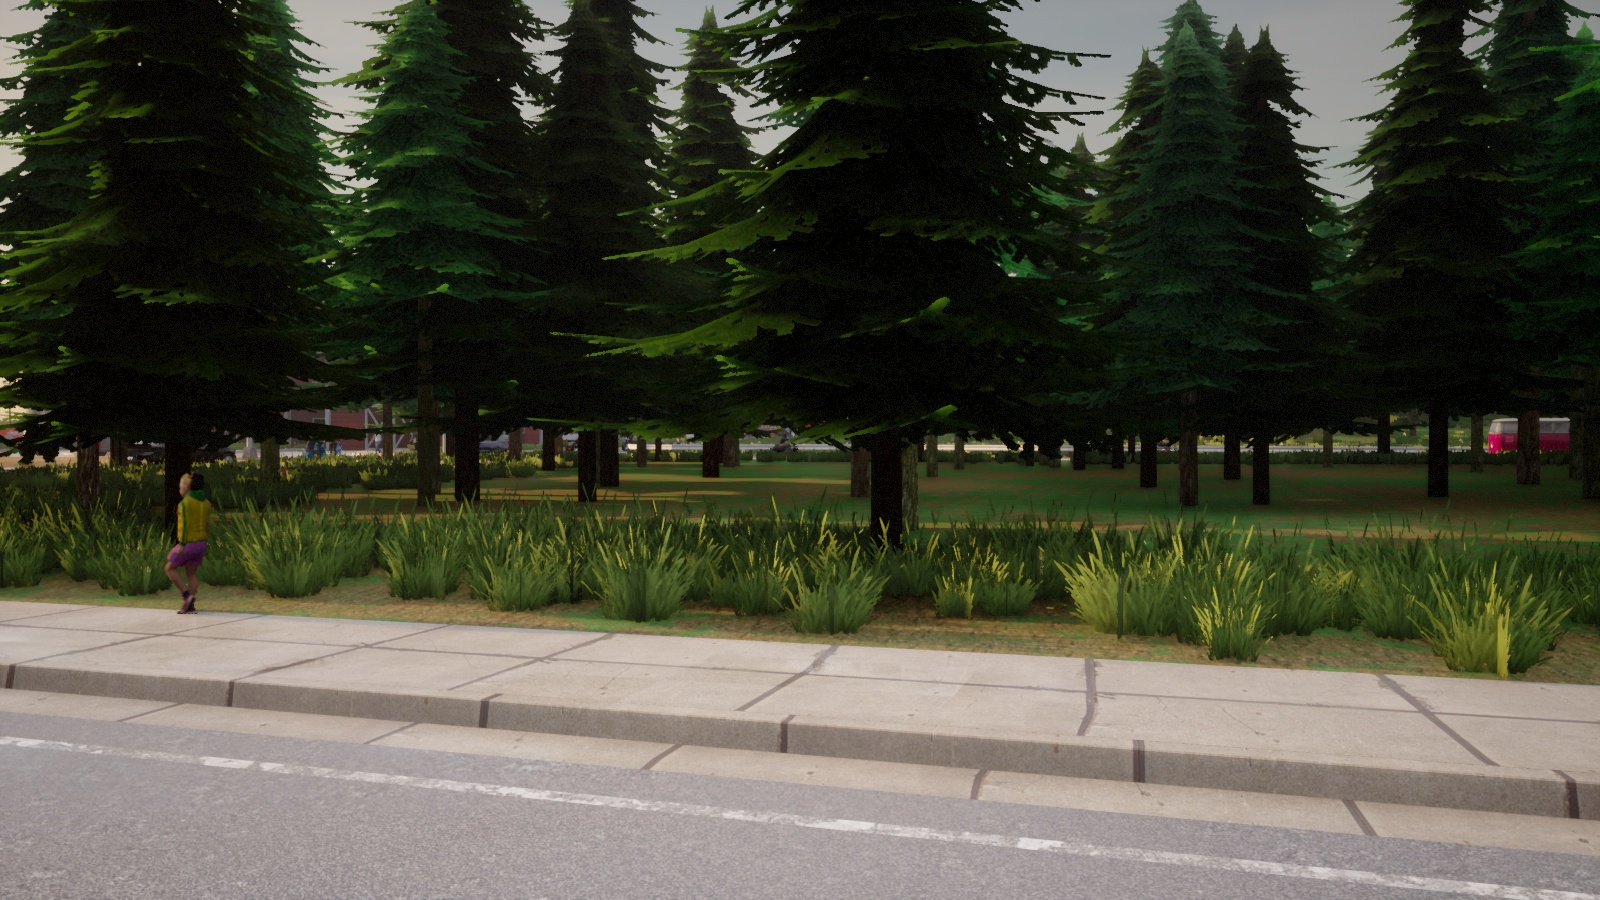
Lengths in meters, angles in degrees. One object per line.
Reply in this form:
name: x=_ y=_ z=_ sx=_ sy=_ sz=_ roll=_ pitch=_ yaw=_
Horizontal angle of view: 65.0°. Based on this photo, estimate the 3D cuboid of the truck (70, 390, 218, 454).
truck: x=-40.800 y=-1.743 z=78.091 sx=8.468 sy=3.827 sz=2.891 roll=0 pitch=1 yaw=16

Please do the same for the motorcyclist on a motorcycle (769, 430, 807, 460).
motorcyclist on a motorcycle: x=-0.639 y=-0.283 z=66.322 sx=1.817 sy=1.590 sz=0.866 roll=0 pitch=1 yaw=16

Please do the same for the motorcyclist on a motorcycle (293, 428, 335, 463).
motorcyclist on a motorcycle: x=-22.386 y=-0.202 z=57.883 sx=0.866 sy=1.590 sz=1.817 roll=0 pitch=1 yaw=17

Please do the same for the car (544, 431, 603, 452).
car: x=-16.113 y=-0.640 z=89.604 sx=2.163 sy=1.488 sz=4.792 roll=0 pitch=1 yaw=17

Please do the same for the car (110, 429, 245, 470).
car: x=-24.790 y=-0.064 z=50.212 sx=1.882 sy=1.535 sz=5.008 roll=0 pitch=1 yaw=17

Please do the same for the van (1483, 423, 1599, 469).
van: x=33.020 y=-0.190 z=55.749 sx=4.442 sy=1.987 sz=1.775 roll=1 pitch=1 yaw=19

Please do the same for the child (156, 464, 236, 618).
child: x=-4.691 y=0.695 z=9.756 sx=0.473 sy=1.160 sz=0.299 roll=0 pitch=1 yaw=13

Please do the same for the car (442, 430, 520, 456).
car: x=-19.122 y=-0.423 z=75.396 sx=4.193 sy=1.474 sz=1.816 roll=1 pitch=1 yaw=16
